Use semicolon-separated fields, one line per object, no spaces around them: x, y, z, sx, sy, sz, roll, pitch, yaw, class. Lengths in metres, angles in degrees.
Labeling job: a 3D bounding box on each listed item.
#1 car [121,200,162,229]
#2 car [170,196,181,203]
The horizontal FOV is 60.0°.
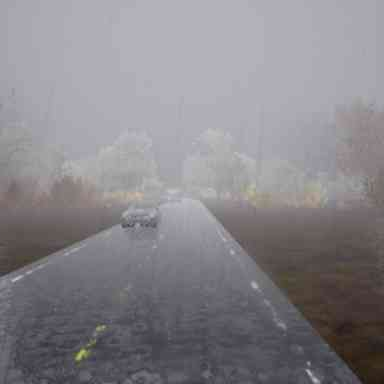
-3.106;1.317;21.220;2.097;1.767;4.553;0;0;0;car
-3.038;1.431;63.026;1.994;1.385;4.181;0;0;0;car
